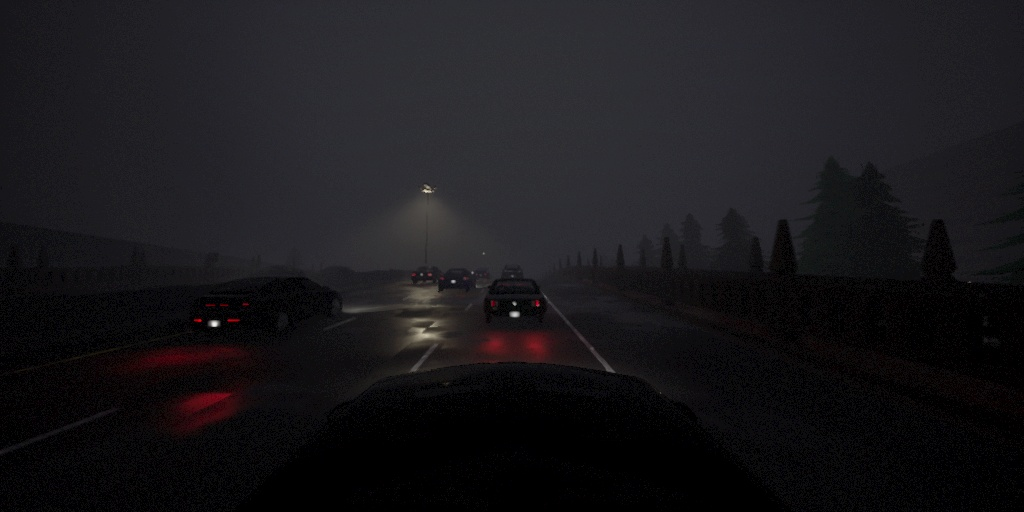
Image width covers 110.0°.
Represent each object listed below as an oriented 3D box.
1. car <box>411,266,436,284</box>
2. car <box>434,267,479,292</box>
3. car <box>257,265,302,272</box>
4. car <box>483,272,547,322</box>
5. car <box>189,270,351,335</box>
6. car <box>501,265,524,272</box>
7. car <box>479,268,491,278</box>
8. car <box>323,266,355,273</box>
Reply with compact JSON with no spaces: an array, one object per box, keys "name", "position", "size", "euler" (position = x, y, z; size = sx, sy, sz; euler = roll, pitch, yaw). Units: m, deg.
[{"name":"car","position":[-6.961,1.554,30.120],"size":[2.033,1.411,5.357],"euler":[0,-1,0]},{"name":"car","position":[-3.444,1.471,23.028],"size":[1.994,1.385,4.181],"euler":[0,0,0]},{"name":"car","position":[-17.617,1.456,27.019],"size":[2.128,1.511,4.902],"euler":[0,-1,0]},{"name":"car","position":[0.080,1.428,12.675],"size":[1.895,1.301,4.718],"euler":[0,0,0]},{"name":"car","position":[-6.915,1.330,10.745],"size":[1.837,1.490,4.892],"euler":[0,0,0]},{"name":"car","position":[0.036,1.533,31.786],"size":[2.128,1.511,4.902],"euler":[0,-2,0]},{"name":"car","position":[-3.487,2.107,42.276],"size":[1.812,1.442,4.674],"euler":[0,-4,0]},{"name":"car","position":[-14.112,1.511,28.690],"size":[1.812,1.442,4.674],"euler":[0,-1,0]}]
